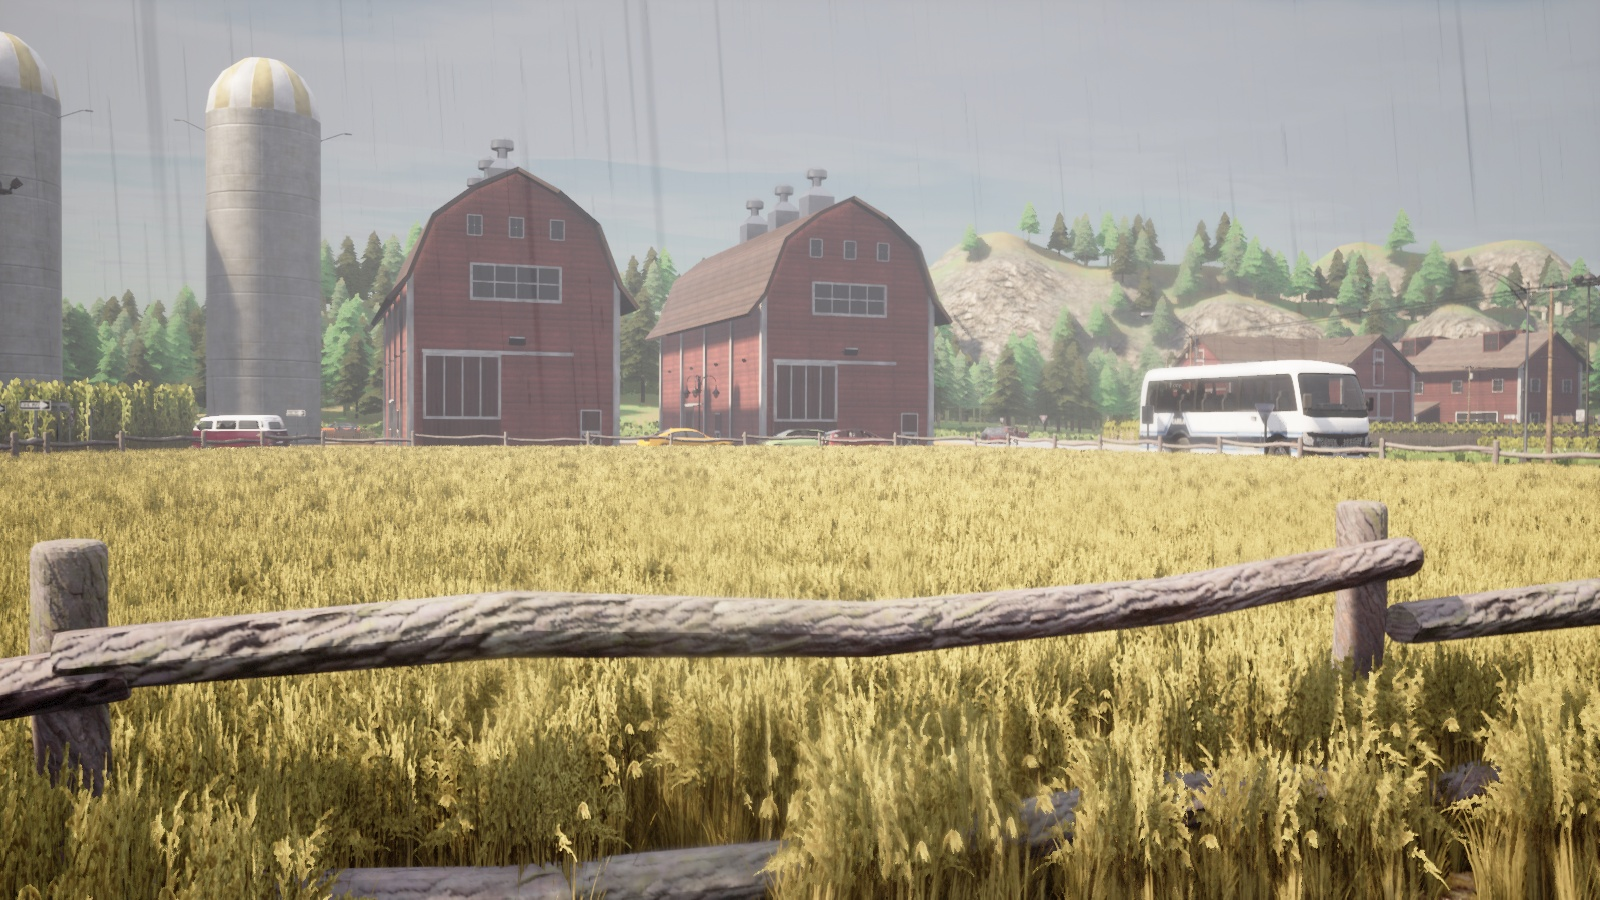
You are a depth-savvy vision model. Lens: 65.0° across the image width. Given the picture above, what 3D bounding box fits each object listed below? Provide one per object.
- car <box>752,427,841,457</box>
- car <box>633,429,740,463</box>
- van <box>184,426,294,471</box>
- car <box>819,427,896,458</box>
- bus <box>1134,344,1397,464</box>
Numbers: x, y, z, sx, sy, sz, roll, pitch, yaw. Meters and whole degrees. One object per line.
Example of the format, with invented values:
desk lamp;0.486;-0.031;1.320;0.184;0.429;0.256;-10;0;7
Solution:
car;-0.218;-0.458;69.277;4.514;1.525;2.007;-1;1;-17
car;-5.692;-0.222;63.112;5.008;1.535;1.882;-1;1;-24
van;-26.895;-0.071;60.234;4.480;2.038;2.069;-1;1;14
car;3.033;-0.432;66.632;3.705;1.549;1.789;-1;1;-16
bus;18.040;-1.725;49.782;3.944;4.253;10.273;-1;1;-21
